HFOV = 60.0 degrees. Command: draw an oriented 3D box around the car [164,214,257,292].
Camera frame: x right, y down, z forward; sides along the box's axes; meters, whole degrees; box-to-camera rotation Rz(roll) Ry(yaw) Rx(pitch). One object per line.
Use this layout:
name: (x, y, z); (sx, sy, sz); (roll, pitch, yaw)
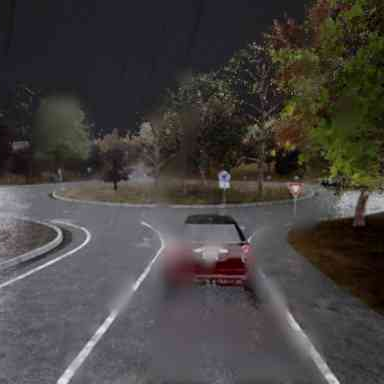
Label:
car: (0.489, 1.382, 9.343); (2.097, 1.767, 4.553); (0, 1, 2)

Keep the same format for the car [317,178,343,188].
car: (19.856, -1.277, 47.453); (1.895, 1.301, 4.718); (-1, 5, -13)
